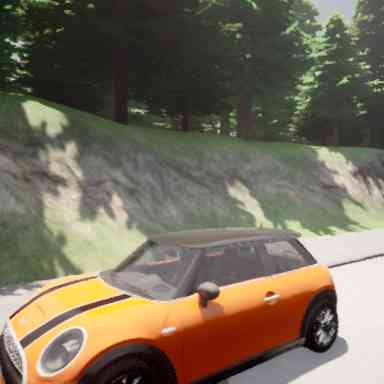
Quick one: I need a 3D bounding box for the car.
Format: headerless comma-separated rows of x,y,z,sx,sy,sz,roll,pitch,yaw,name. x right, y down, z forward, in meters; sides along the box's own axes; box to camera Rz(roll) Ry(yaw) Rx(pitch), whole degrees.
-0.035,1.356,4.569,4.553,1.767,2.097,0,0,-35,car
